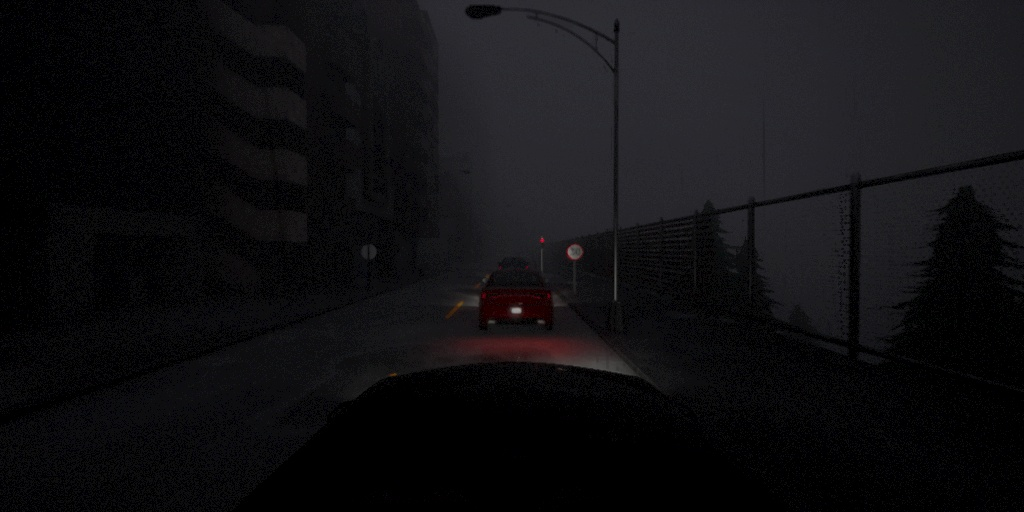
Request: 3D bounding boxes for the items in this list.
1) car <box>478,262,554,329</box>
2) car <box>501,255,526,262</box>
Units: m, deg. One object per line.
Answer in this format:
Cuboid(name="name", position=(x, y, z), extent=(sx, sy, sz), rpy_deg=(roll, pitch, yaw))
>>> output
Cuboid(name="car", position=(0.099, 1.095, 10.700), extent=(1.882, 1.535, 5.008), rpy_deg=(0, 0, 0))
Cuboid(name="car", position=(0.100, 0.782, 23.286), extent=(2.097, 1.767, 4.553), rpy_deg=(0, 1, 0))
